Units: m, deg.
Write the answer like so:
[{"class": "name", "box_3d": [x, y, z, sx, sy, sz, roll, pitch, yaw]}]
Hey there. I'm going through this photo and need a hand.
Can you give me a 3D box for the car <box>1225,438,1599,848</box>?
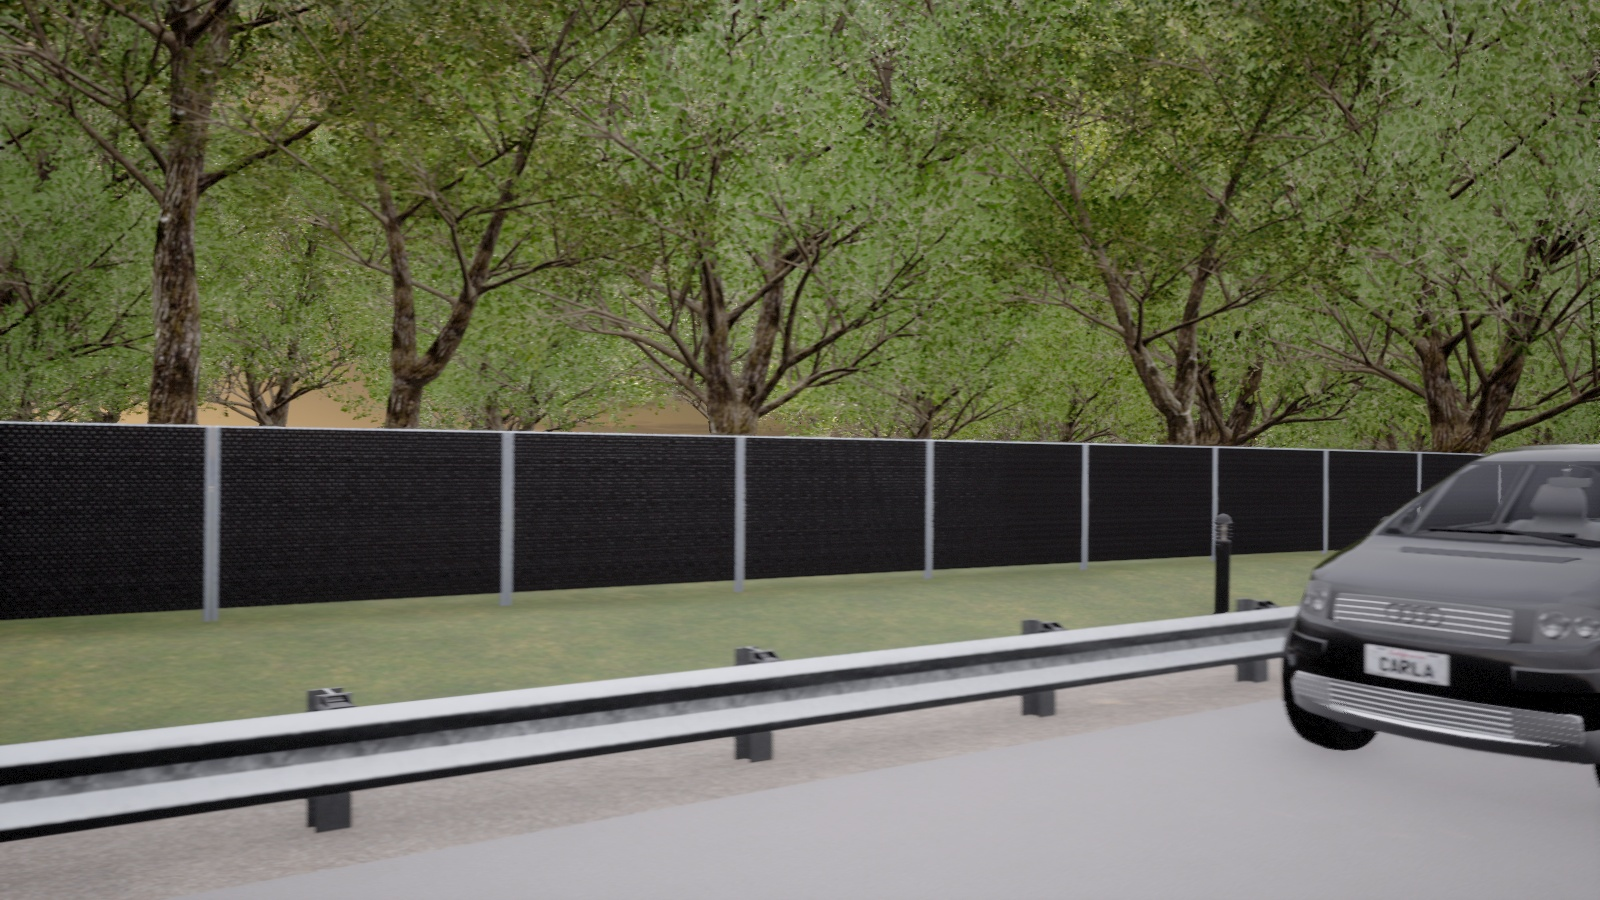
[{"class": "car", "box_3d": [4.120, 0.732, 6.441, 3.705, 1.549, 1.789, 0, 0, -34]}]
